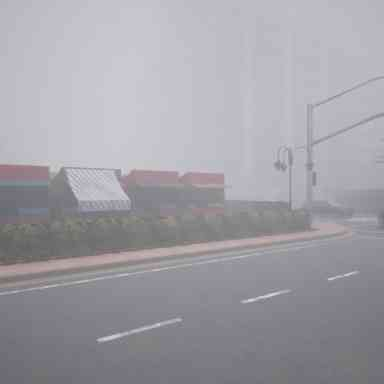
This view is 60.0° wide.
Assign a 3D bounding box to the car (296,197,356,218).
[{"bbox_3d":[11.954,1.470,29.427,1.812,1.442,4.674,0,0,-36],"label":"car"}]

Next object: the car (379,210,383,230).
[{"bbox_3d":[11.838,1.462,17.998,1.882,1.535,5.008,2,1,11],"label":"car"}]

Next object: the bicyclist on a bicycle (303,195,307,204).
[{"bbox_3d":[15.497,1.246,44.900,1.656,1.620,0.582,0,0,-36],"label":"bicyclist on a bicycle"}]

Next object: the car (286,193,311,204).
[{"bbox_3d":[18.964,1.114,59.095,1.905,1.878,3.866,0,0,-36],"label":"car"}]

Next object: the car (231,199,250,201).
[{"bbox_3d":[4.963,1.437,33.055,2.128,1.511,4.902,0,0,-36],"label":"car"}]

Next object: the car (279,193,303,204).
[{"bbox_3d":[16.573,1.114,57.383,1.905,1.878,3.866,0,0,-36],"label":"car"}]
